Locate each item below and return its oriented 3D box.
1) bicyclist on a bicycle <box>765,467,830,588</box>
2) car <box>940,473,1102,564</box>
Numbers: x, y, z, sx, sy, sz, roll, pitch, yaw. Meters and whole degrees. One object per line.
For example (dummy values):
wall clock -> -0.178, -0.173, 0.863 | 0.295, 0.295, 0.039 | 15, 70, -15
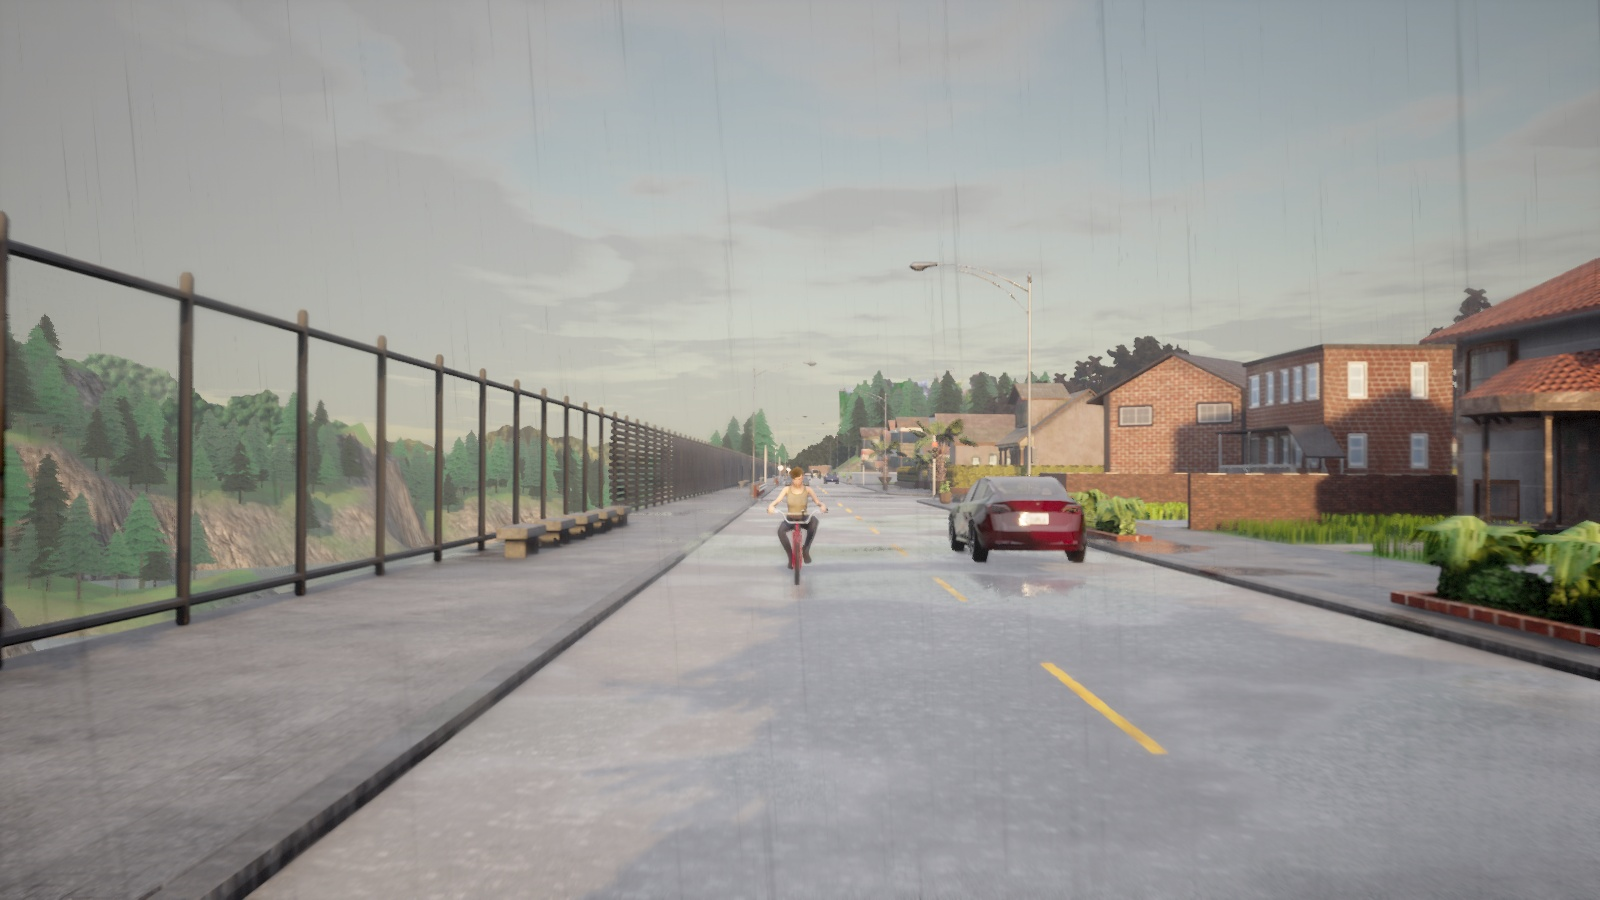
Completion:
bicyclist on a bicycle -> -0.027, 1.045, 17.571 | 0.866, 1.612, 1.509 | 0, -1, 0
car -> 3.957, 1.190, 23.361 | 2.163, 1.488, 4.792 | 0, -1, 0
